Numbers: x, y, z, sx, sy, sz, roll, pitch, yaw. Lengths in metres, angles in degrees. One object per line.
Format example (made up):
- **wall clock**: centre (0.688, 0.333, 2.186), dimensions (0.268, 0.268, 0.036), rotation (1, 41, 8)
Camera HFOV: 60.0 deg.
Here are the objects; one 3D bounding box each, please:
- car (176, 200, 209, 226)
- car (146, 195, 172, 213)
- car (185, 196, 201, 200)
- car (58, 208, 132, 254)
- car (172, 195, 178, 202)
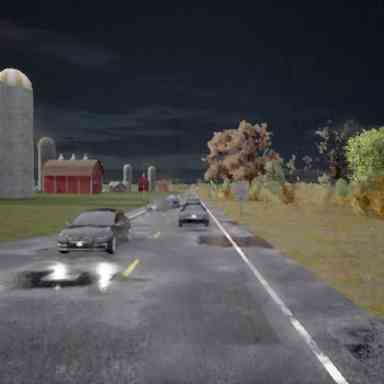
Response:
- **car**: centre (0.125, 1.461, 22.327), dimensions (1.994, 1.385, 4.181), rotation (0, 0, 0)
- **car**: centre (-3.557, 1.333, 34.261), dimensions (2.128, 1.511, 4.902), rotation (0, 0, 0)
- **car**: centre (0.148, 1.293, 42.786), dimensions (2.128, 1.511, 4.902), rotation (0, 0, 0)
- **car**: centre (-3.585, 1.433, 13.042), dimensions (1.837, 1.490, 4.892), rotation (0, 0, 0)
- **car**: centre (-3.455, 1.254, 58.198), dimensions (1.812, 1.442, 4.674), rotation (0, 0, 1)
